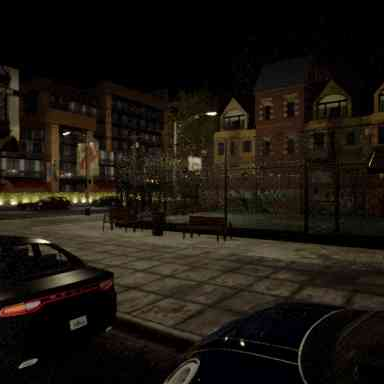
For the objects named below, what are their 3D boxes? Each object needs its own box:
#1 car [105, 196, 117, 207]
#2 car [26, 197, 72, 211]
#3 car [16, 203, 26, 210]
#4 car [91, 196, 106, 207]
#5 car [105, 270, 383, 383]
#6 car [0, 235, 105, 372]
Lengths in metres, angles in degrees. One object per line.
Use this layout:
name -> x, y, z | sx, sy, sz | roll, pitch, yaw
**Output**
car -> -9.969, 1.486, 49.719 | 2.128, 1.511, 4.902 | 0, 0, 35
car -> -16.839, 1.350, 39.845 | 2.097, 1.767, 4.553 | 0, 0, 35
car -> -19.555, 1.599, 42.076 | 1.895, 1.301, 4.718 | 0, 0, 35
car -> -13.257, 1.350, 51.125 | 2.097, 1.767, 4.553 | 0, 0, 35
car -> 1.889, 1.354, 1.965 | 4.553, 1.767, 2.185 | 0, 0, 35
car -> -3.439, 1.479, 5.559 | 5.008, 1.535, 2.097 | 0, 0, 35
